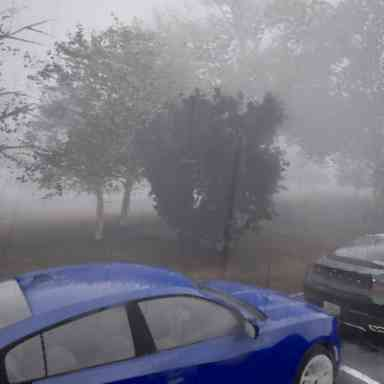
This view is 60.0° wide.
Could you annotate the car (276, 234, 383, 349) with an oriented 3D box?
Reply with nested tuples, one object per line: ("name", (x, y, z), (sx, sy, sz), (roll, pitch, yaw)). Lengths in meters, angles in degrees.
("car", (4.258, 1.525, 6.193), (4.892, 1.521, 2.231), (1, 0, -28))
